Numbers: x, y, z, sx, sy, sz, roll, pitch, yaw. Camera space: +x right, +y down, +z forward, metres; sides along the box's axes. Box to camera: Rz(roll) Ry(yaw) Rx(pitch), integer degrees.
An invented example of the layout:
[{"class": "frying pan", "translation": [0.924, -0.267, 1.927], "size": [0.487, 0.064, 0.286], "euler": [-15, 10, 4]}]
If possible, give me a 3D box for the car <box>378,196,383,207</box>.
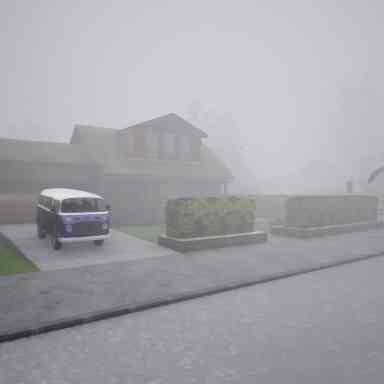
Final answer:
[{"class": "car", "translation": [24.583, 0.986, 41.404], "size": [3.866, 1.878, 1.905], "euler": [0, 0, -1]}]
